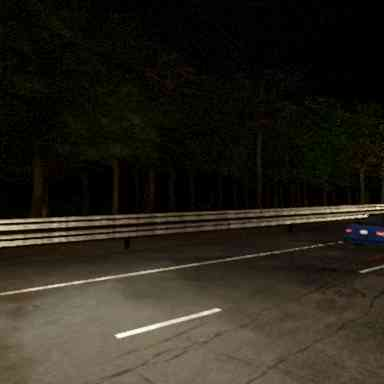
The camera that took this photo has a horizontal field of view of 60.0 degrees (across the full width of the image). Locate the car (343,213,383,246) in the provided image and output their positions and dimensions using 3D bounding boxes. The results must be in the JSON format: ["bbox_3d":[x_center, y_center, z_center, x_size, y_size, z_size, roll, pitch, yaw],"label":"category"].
[{"bbox_3d":[8.615,1.589,14.190,5.357,1.411,2.033,0,0,-35],"label":"car"}]
